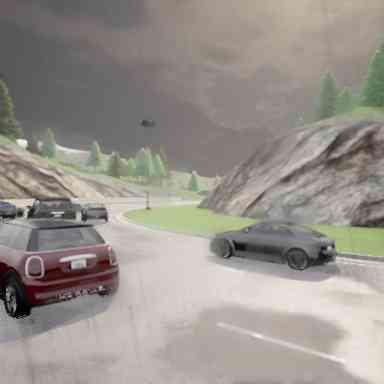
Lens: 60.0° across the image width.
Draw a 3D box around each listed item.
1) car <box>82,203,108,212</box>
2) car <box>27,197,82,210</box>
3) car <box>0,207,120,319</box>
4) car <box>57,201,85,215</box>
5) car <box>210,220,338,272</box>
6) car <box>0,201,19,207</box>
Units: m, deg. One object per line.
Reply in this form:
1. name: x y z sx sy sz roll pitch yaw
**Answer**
1. car: -8.035 1.644 27.420 2.128 1.511 4.902 0 0 -21
2. car: -8.224 1.318 19.364 2.150 2.045 5.566 0 0 -30
3. car: -3.674 1.391 7.807 4.553 1.767 2.097 0 -1 44
4. car: -13.791 1.763 38.181 1.994 1.385 4.181 0 0 -5
5. car: 2.650 1.657 11.331 4.181 1.385 1.994 0 0 42
6. car: -15.704 1.724 28.447 1.895 1.301 4.718 0 0 -16
